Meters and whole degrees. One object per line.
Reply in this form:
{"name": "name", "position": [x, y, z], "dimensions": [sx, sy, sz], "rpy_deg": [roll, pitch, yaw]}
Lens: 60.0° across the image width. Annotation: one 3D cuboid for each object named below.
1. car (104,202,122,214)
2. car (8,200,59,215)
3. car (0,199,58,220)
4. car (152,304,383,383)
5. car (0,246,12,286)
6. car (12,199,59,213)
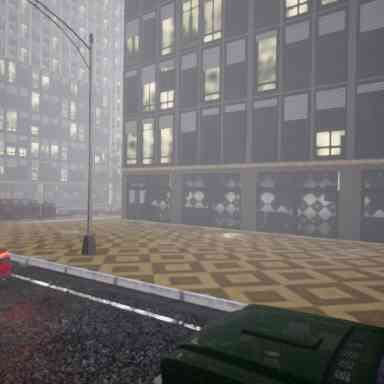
{"name": "car", "position": [-8.101, 1.823, 39.189], "dimensions": [1.752, 1.417, 4.829], "rpy_deg": [1, 0, 36]}
{"name": "car", "position": [-17.266, 1.662, 36.477], "dimensions": [1.812, 1.442, 4.674], "rpy_deg": [1, 0, 36]}
{"name": "car", "position": [-14.876, 1.512, 29.960], "dimensions": [2.192, 1.841, 5.009], "rpy_deg": [1, 0, 36]}
{"name": "car", "position": [1.983, 1.601, 2.272], "dimensions": [4.718, 1.301, 1.895], "rpy_deg": [0, 0, 35]}
{"name": "car", "position": [-6.129, 1.519, 8.019], "dimensions": [4.674, 1.442, 1.812], "rpy_deg": [0, 0, 35]}
{"name": "car", "position": [-18.396, 1.633, 39.327], "dimensions": [1.752, 1.417, 4.829], "rpy_deg": [1, 0, 36]}
